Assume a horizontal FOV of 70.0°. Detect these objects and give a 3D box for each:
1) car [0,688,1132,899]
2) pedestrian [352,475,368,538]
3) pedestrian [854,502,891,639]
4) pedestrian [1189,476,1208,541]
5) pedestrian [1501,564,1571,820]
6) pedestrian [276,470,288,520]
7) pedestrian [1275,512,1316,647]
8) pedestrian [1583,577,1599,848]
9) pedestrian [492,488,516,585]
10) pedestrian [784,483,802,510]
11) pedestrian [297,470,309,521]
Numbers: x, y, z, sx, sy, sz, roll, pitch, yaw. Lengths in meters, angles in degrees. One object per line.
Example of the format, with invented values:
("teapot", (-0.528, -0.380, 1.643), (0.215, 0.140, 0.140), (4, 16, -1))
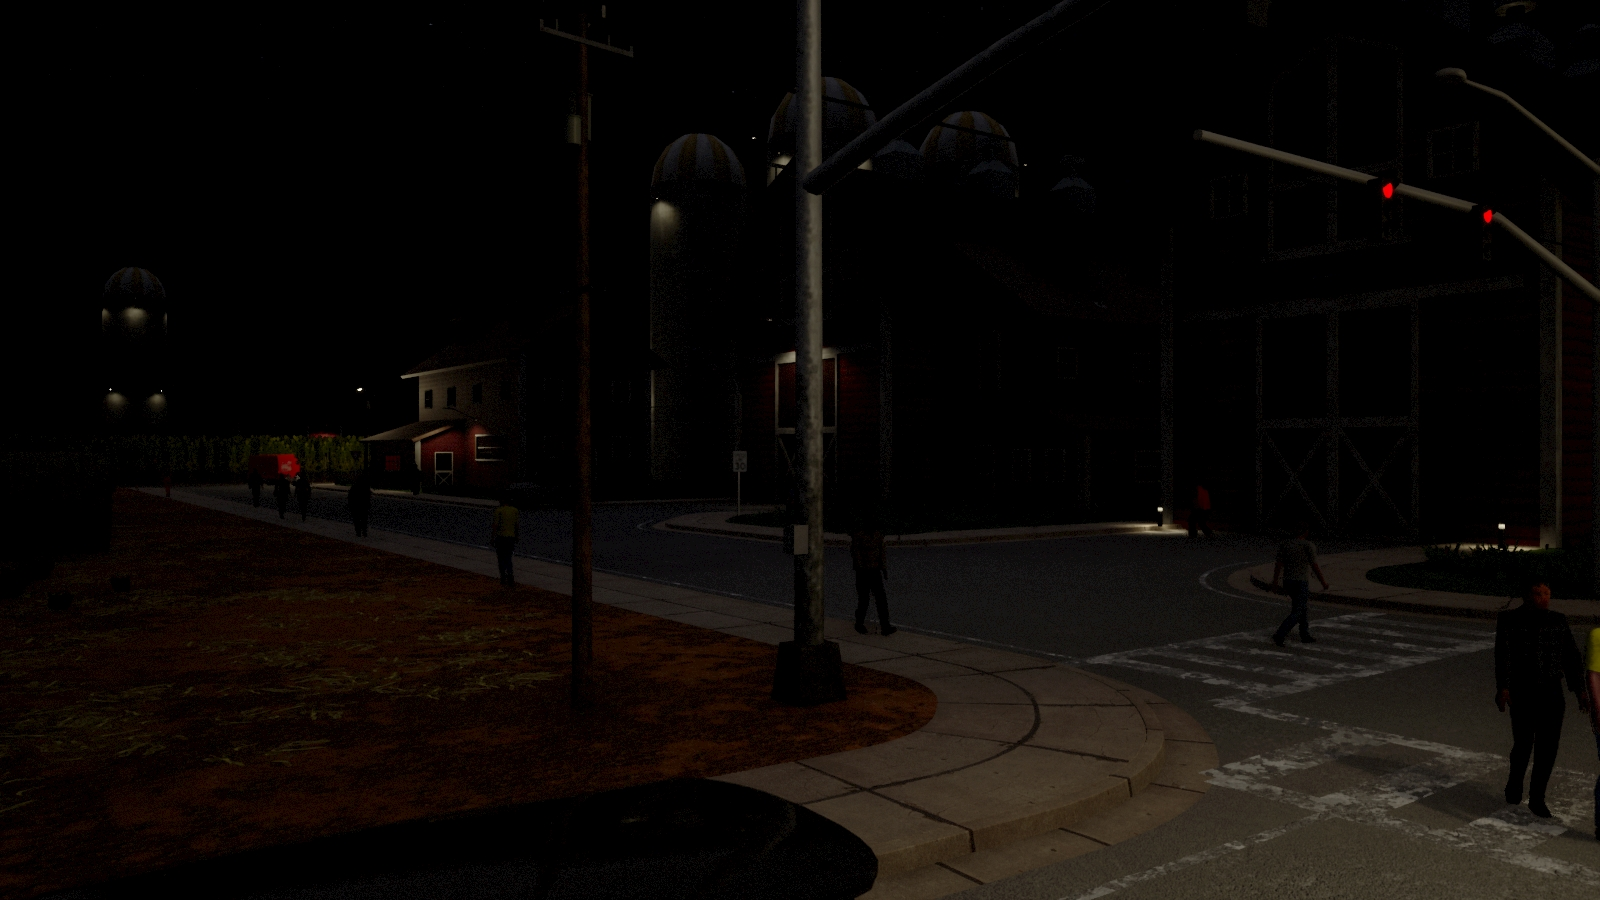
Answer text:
("car", (-1.537, 1.905, 2.746), (4.553, 1.767, 2.097), (0, 0, -35))
("pedestrian", (-13.036, 1.665, 33.875), (0.375, 1.860, 0.375), (0, 0, -32))
("pedestrian", (1.014, 1.665, 15.952), (0.375, 1.860, 0.375), (0, 0, -25))
("pedestrian", (11.602, 1.685, 33.245), (0.375, 1.860, 0.375), (0, 0, -36))
("pedestrian", (5.629, 1.829, 8.753), (0.375, 1.860, 0.375), (0, 0, 20))
("pedestrian", (-19.334, 1.665, 42.651), (0.375, 1.860, 0.375), (0, 0, -25))
("pedestrian", (6.990, 1.812, 16.128), (0.375, 1.860, 0.375), (0, 0, -28))
("pedestrian", (5.747, 1.833, 7.919), (0.375, 1.860, 0.375), (0, 0, -7))
("pedestrian", (-5.740, 1.668, 22.163), (0.375, 1.860, 0.375), (0, 0, -26))
("pedestrian", (-0.283, 1.889, 46.634), (0.500, 1.100, 0.500), (0, 0, -41))
("pedestrian", (-18.291, 1.664, 42.056), (0.375, 1.860, 0.375), (0, 0, -28))
